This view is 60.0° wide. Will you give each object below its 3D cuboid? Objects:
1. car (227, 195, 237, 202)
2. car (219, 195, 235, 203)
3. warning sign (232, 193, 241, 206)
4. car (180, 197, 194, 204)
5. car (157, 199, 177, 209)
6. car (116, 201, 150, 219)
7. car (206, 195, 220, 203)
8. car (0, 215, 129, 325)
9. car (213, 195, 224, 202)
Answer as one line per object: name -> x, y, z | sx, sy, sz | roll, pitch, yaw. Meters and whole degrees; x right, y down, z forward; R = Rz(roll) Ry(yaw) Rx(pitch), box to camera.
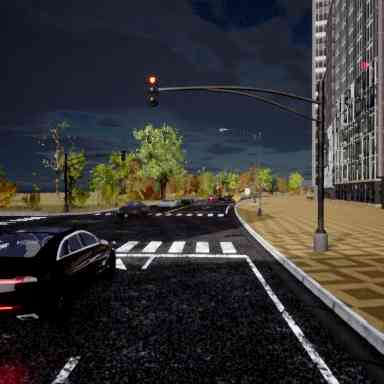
car -> 9.673, 1.498, 80.337 | 1.882, 1.535, 5.008 | 0, 0, 14
car -> 7.533, 1.493, 70.080 | 1.882, 1.535, 5.008 | 0, 0, 12
warning sign -> 6.491, 1.122, 48.186 | 1.300, 1.860, 1.060 | 0, 0, 8
car -> -0.897, 1.607, 61.397 | 1.895, 1.301, 4.718 | 0, 0, 10
car -> -3.383, 1.601, 45.469 | 1.895, 1.301, 4.718 | 0, 0, 8
car -> -5.134, 1.546, 29.710 | 2.033, 1.411, 5.357 | 0, 0, 5
car -> 4.416, 1.366, 71.136 | 2.097, 1.767, 4.553 | 0, 0, 12
car -> -2.988, 1.491, 7.090 | 2.128, 1.511, 4.902 | 0, 0, 1
car -> 6.379, 1.495, 80.528 | 1.882, 1.535, 5.008 | 0, 0, 14
